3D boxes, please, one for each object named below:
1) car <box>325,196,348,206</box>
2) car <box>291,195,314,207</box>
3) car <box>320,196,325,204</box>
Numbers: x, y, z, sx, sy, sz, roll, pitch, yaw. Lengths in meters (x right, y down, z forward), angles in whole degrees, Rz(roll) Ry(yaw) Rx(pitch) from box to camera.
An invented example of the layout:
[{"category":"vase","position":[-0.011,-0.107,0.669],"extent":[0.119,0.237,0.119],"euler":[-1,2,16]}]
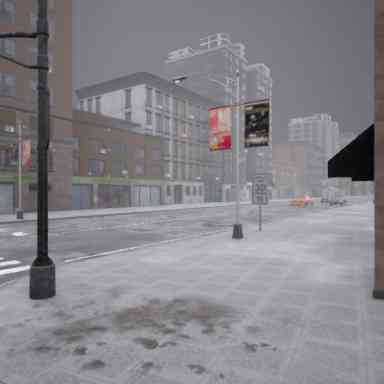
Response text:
[{"category":"car","position":[22.704,1.377,51.482],"extent":[2.033,1.411,5.357],"euler":[0,0,34]},{"category":"car","position":[15.760,1.188,47.237],"extent":[2.097,1.767,4.553],"euler":[0,0,35]},{"category":"car","position":[24.864,1.374,60.288],"extent":[2.033,1.411,5.357],"euler":[0,0,37]}]
